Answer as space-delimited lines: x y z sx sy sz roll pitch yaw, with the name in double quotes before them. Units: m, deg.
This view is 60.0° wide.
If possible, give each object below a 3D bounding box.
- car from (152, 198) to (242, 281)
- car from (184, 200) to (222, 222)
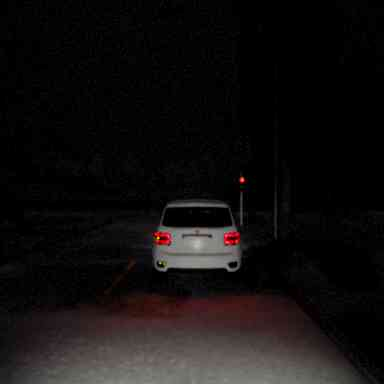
"car" 0.173 1.191 9.944 2.150 2.045 5.566 0 0 1
"car" 1.036 1.463 26.609 2.033 1.411 5.357 0 0 13
